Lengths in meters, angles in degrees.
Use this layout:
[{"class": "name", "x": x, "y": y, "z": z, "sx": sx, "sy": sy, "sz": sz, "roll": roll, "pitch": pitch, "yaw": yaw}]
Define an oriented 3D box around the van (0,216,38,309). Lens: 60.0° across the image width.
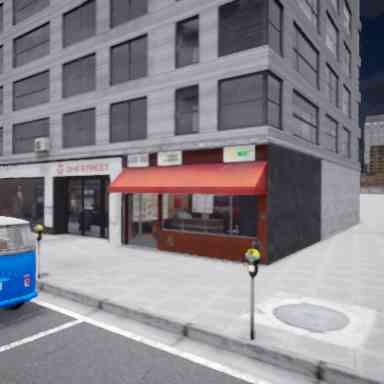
[{"class": "van", "x": -4.679, "y": 1.298, "z": 6.417, "sx": 3.998, "sy": 1.788, "sz": 1.690, "roll": 0, "pitch": 0, "yaw": 36}]
